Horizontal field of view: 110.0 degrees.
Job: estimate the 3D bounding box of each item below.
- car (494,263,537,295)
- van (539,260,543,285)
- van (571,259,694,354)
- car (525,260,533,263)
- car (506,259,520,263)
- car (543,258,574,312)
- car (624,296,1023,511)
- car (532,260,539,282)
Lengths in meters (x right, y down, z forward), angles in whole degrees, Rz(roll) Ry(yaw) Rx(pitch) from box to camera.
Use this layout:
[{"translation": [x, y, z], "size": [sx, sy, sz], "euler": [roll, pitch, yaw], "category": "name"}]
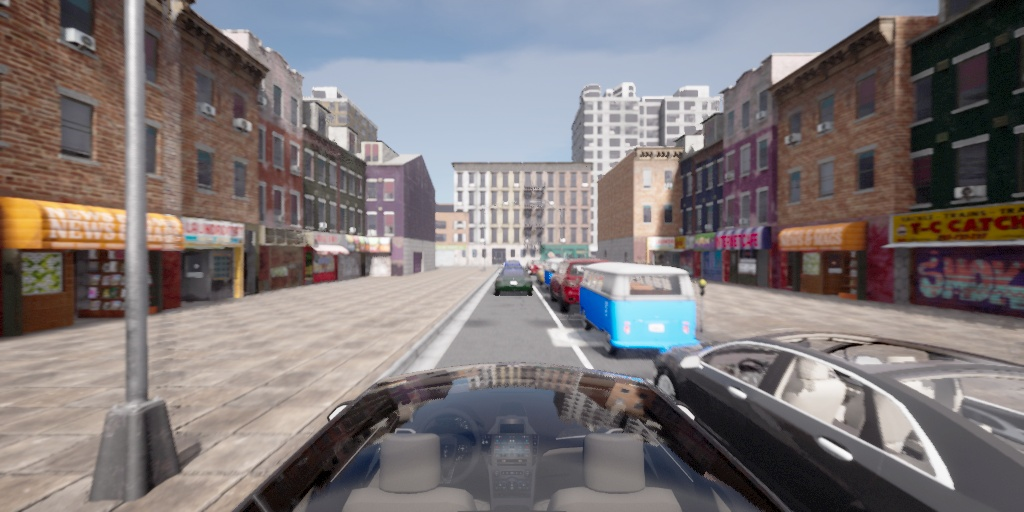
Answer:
[{"translation": [0.091, 1.252, 19.393], "size": [1.994, 1.385, 4.181], "euler": [0, 0, 0], "category": "car"}, {"translation": [2.632, 1.029, 19.342], "size": [1.690, 1.789, 3.998], "euler": [0, 0, 0], "category": "van"}, {"translation": [2.635, 1.067, 8.391], "size": [1.690, 1.789, 3.998], "euler": [0, 0, 0], "category": "van"}, {"translation": [2.626, 1.070, 35.769], "size": [1.967, 1.591, 4.097], "euler": [0, 0, 0], "category": "car"}, {"translation": [0.089, 1.101, 37.492], "size": [1.882, 1.535, 5.008], "euler": [0, 0, 0], "category": "car"}, {"translation": [2.633, 1.022, 13.867], "size": [2.192, 1.841, 5.009], "euler": [0, 0, 0], "category": "car"}, {"translation": [2.637, 1.296, 2.916], "size": [2.007, 1.370, 4.403], "euler": [0, 0, 0], "category": "car"}, {"translation": [2.630, 1.194, 24.988], "size": [1.751, 1.417, 4.829], "euler": [0, 0, 0], "category": "car"}]
